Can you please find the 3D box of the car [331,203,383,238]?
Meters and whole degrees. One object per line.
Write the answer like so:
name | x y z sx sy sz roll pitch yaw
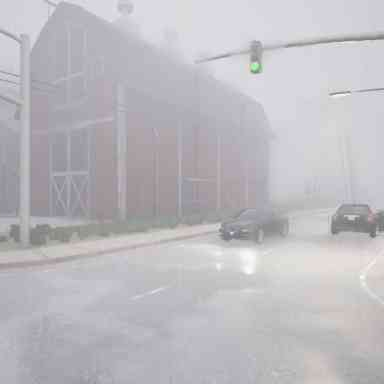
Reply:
car | 9.212 1.354 18.249 2.097 1.767 4.553 0 0 36

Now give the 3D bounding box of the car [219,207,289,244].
car | 3.120 1.504 16.038 1.837 1.490 4.892 0 0 36
